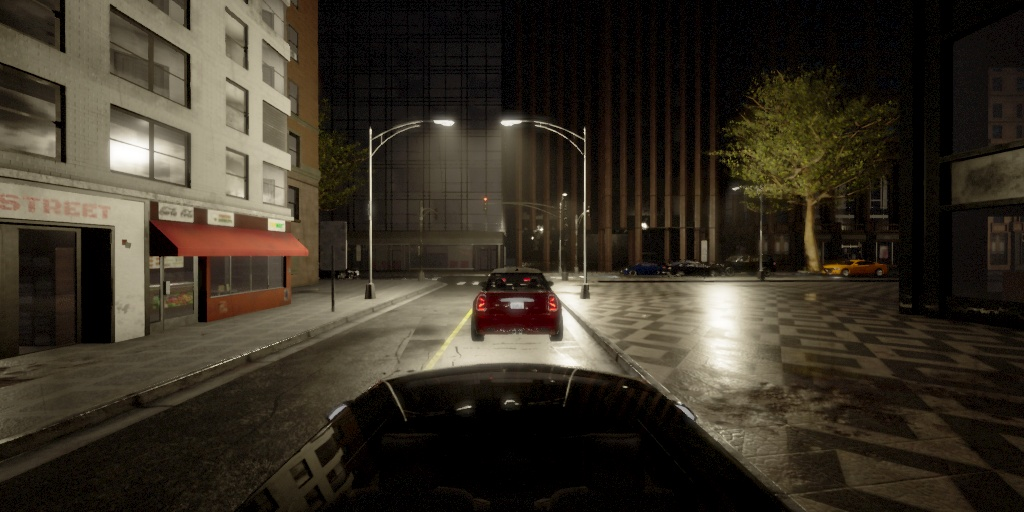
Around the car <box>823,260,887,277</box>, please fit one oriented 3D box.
[{"bbox_3d":[32.154,1.117,33.707,5.008,1.535,1.882,0,0,0],"label":"car"}]

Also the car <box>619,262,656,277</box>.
[{"bbox_3d":[12.318,1.257,33.823,4.181,1.385,1.994,0,0,0],"label":"car"}]

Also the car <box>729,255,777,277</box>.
[{"bbox_3d":[21.703,0.884,33.764,5.566,2.045,2.150,0,0,0],"label":"car"}]

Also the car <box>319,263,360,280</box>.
[{"bbox_3d":[-15.674,1.304,30.770,4.902,1.511,2.128,0,0,0],"label":"car"}]

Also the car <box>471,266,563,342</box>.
[{"bbox_3d":[0.122,1.101,9.955,2.097,1.767,4.553,0,0,0],"label":"car"}]

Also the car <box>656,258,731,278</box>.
[{"bbox_3d":[15.381,1.188,30.607,4.902,1.511,2.128,0,0,0],"label":"car"}]
